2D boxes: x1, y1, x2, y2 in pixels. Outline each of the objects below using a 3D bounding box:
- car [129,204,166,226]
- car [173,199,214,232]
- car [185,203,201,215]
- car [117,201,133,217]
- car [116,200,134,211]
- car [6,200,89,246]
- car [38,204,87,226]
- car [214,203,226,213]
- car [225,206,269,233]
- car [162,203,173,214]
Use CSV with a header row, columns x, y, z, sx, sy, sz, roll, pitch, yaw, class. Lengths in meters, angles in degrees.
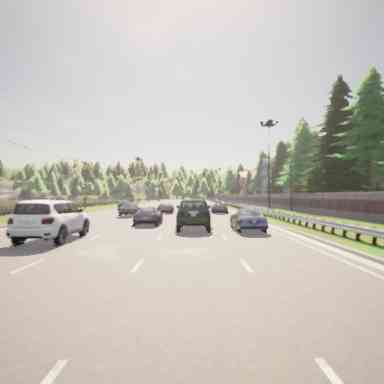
x,y,z,sx,sy,sz,roll,pitch,yaw,class
-3.405,1.874,26.158,1.994,1.385,4.181,0,-1,0,car
0.095,1.488,22.413,2.150,2.045,5.566,0,-1,0,car
0.092,2.090,41.376,1.895,1.301,4.718,0,-1,0,car
-6.907,1.989,37.284,2.033,1.411,5.357,0,-1,0,car
-10.496,2.124,52.182,1.837,1.490,4.892,0,0,0,car
-6.903,1.420,16.574,2.150,2.045,5.566,0,-1,0,car
-10.405,1.815,27.146,2.128,1.511,4.902,0,-1,0,car
3.593,2.082,43.874,1.994,1.385,4.181,0,-1,0,car
3.596,1.804,21.618,2.033,1.411,5.357,0,-1,0,car
-3.409,2.081,43.756,1.994,1.385,4.181,0,-1,0,car
